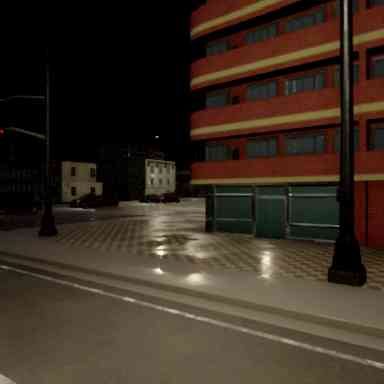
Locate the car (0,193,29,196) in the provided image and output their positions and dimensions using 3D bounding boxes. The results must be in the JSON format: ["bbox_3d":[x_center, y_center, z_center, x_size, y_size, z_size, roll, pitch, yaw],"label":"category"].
[{"bbox_3d":[-20.382,1.187,36.350,2.150,2.045,5.566,0,1,36],"label":"car"}]

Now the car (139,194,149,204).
[{"bbox_3d":[-6.674,1.091,54.767,1.837,1.490,4.892,0,1,37],"label":"car"}]

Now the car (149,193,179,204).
[{"bbox_3d":[-4.093,0.937,52.373,2.097,1.767,4.553,0,1,37],"label":"car"}]

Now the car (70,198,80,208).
[{"bbox_3d":[-14.118,1.158,44.763,2.097,1.767,4.553,0,1,37],"label":"car"}]

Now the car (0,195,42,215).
[{"bbox_3d":[-17.874,1.437,33.842,1.882,1.535,5.008,0,1,37],"label":"car"}]

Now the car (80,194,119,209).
[{"bbox_3d":[-11.419,1.326,42.537,1.812,1.442,4.674,0,1,37],"label":"car"}]
